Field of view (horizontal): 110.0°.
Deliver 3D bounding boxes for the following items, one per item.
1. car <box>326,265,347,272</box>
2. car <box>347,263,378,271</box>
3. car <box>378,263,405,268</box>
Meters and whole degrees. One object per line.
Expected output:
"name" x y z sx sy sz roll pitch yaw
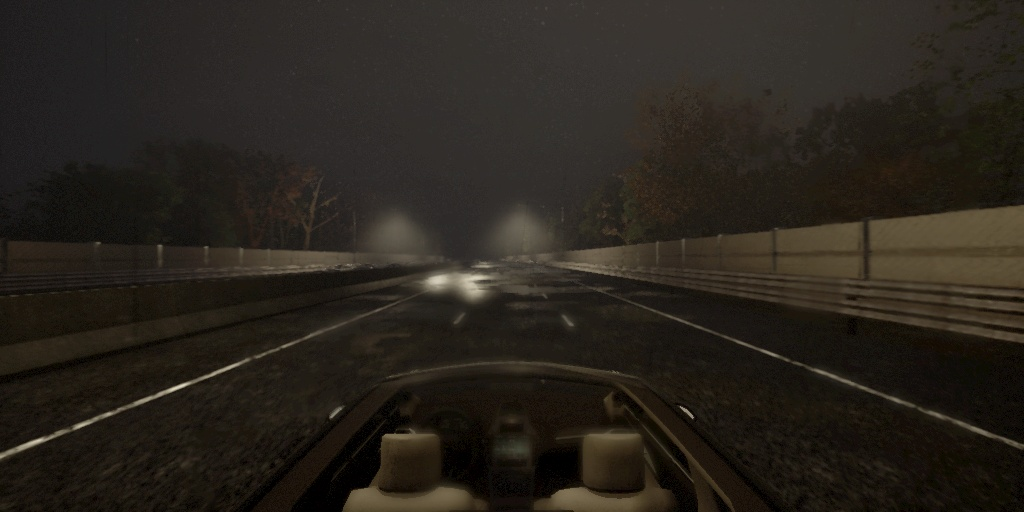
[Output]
"car" -21.400 1.805 45.060 1.895 1.301 4.718 0 0 -1
"car" -17.894 1.663 44.329 2.128 1.511 4.902 0 0 -1
"car" -14.397 1.620 44.398 1.882 1.535 5.008 0 0 -1
